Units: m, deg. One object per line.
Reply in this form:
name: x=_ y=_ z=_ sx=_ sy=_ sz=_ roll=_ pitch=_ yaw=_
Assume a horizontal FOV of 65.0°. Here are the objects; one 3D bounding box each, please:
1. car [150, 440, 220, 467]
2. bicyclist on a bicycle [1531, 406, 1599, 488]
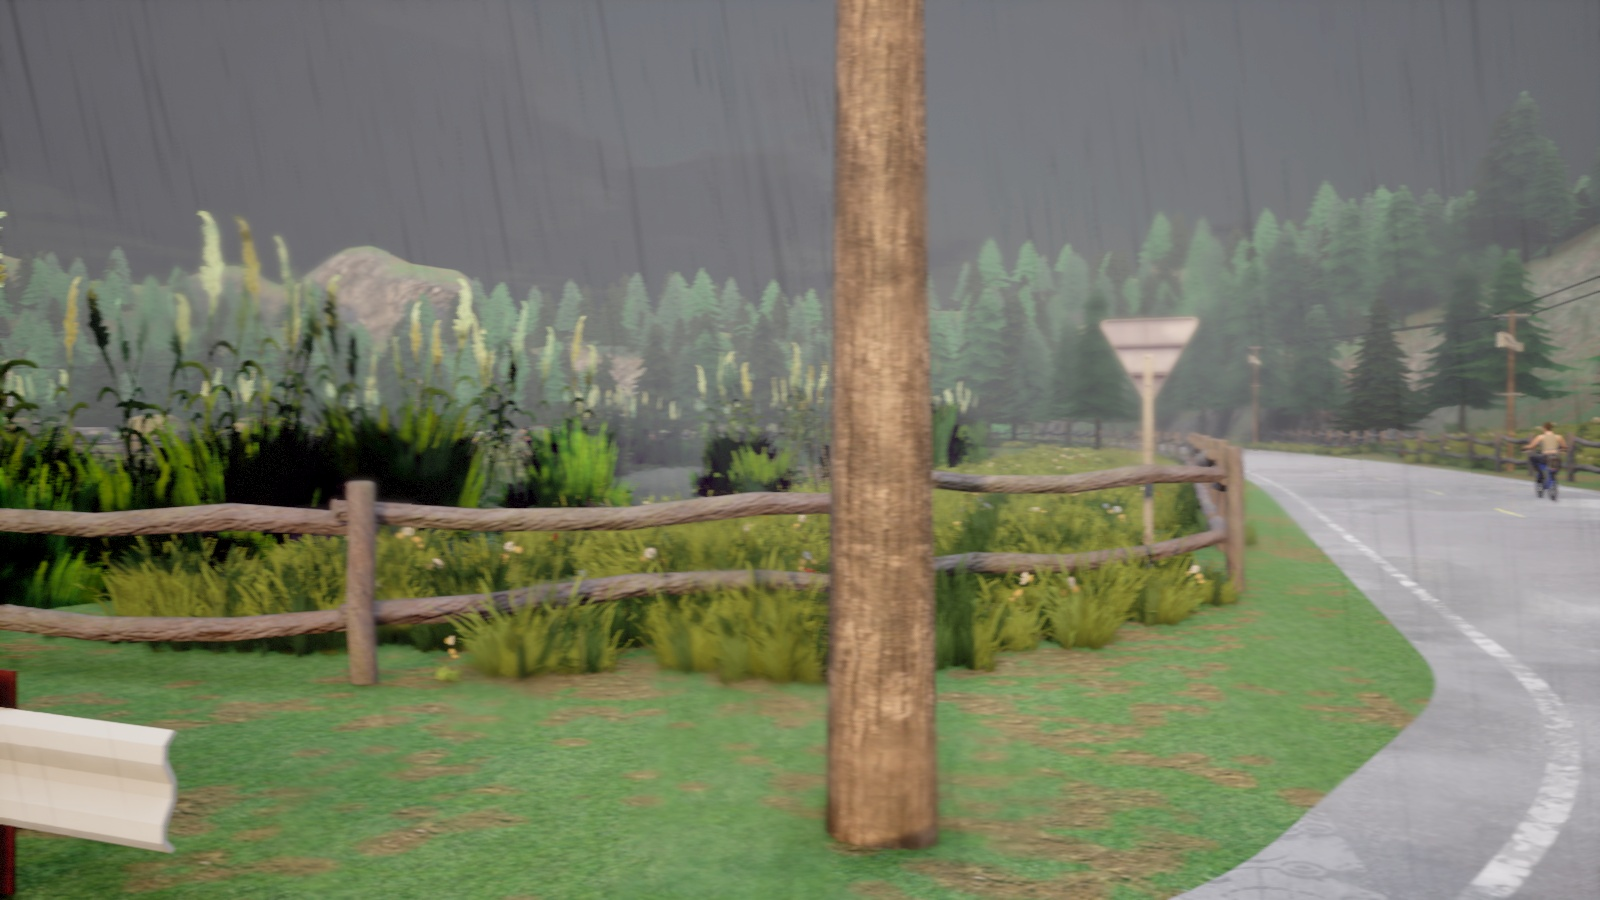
car: x=-39.812 y=0.230 z=81.392 sx=1.851 sy=1.617 sz=3.988 roll=-1 pitch=1 yaw=15
bicyclist on a bicycle: x=15.662 y=-0.078 z=25.726 sx=0.866 sy=1.612 sz=1.509 roll=-1 pitch=1 yaw=18
